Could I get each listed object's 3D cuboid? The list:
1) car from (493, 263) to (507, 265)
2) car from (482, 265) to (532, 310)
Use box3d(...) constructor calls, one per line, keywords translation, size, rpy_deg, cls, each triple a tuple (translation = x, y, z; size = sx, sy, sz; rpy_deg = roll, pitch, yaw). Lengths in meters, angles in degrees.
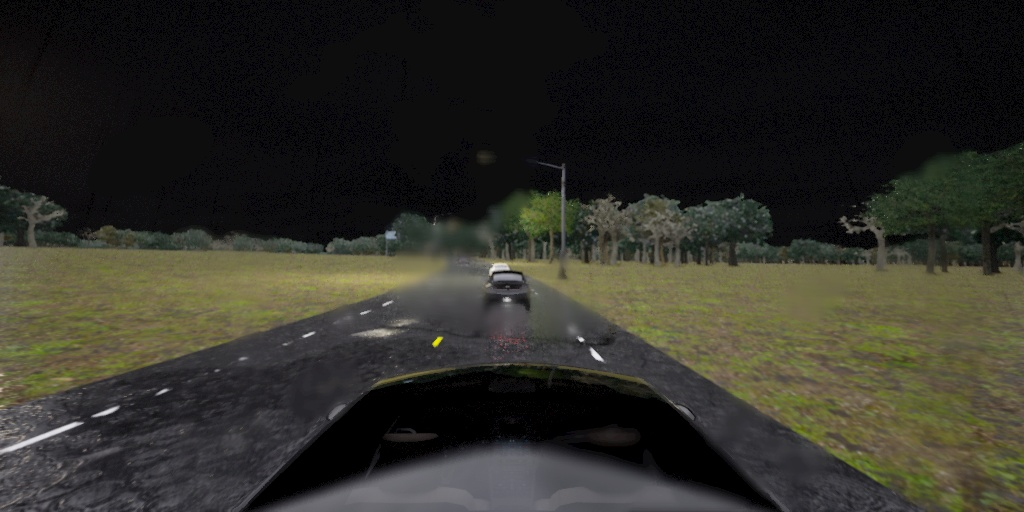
box3d(translation=(-1.010, 1.360, 30.806), size=(1.812, 1.442, 4.674), rpy_deg=(0, 0, -4), cls="car")
box3d(translation=(-0.207, 1.349, 15.380), size=(1.837, 1.490, 4.892), rpy_deg=(0, 0, -2), cls="car")
